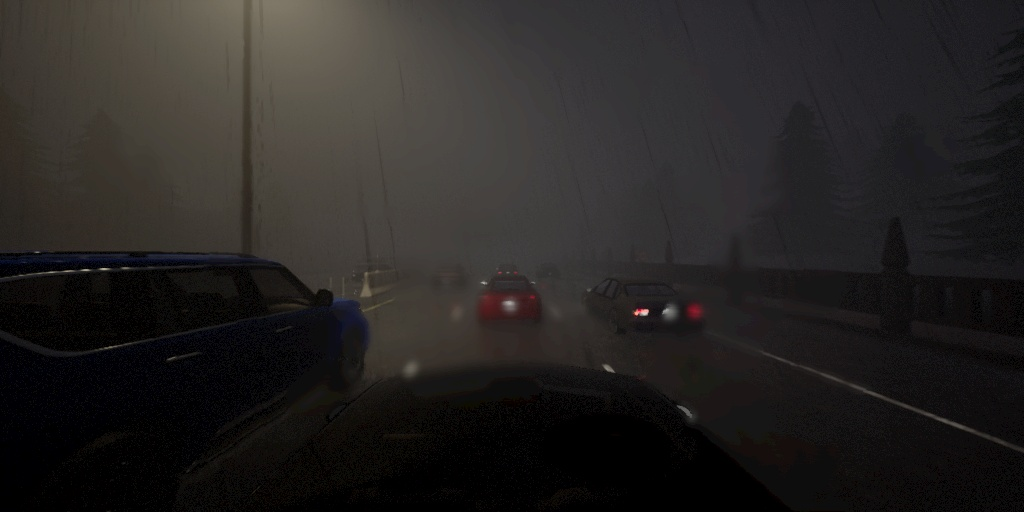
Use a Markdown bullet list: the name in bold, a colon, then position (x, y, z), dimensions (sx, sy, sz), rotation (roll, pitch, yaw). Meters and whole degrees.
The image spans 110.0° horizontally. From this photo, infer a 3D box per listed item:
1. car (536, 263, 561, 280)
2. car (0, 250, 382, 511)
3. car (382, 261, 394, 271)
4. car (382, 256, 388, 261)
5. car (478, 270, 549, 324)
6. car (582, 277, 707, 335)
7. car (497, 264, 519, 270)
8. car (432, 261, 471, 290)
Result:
- **car**: position (3.154, 1.326, 31.533), dimensions (1.812, 1.442, 4.674), rotation (0, 0, -1)
- **car**: position (-3.431, 0.980, 3.653), dimensions (2.150, 2.045, 5.566), rotation (0, 0, 0)
- **car**: position (-11.023, 1.357, 29.002), dimensions (2.033, 1.411, 5.357), rotation (0, 0, -1)
- **car**: position (-14.624, 1.050, 37.665), dimensions (2.150, 2.045, 5.566), rotation (0, 0, -1)
- **car**: position (-0.074, 1.333, 12.099), dimensions (1.994, 1.385, 4.181), rotation (0, 0, -1)
- **car**: position (3.469, 1.310, 10.534), dimensions (2.033, 1.411, 5.357), rotation (0, 0, -1)
- **car**: position (-0.339, 1.349, 30.267), dimensions (2.033, 1.411, 5.357), rotation (0, 0, -1)
- **car**: position (-3.739, 1.284, 22.696), dimensions (2.128, 1.511, 4.902), rotation (0, 0, -1)
